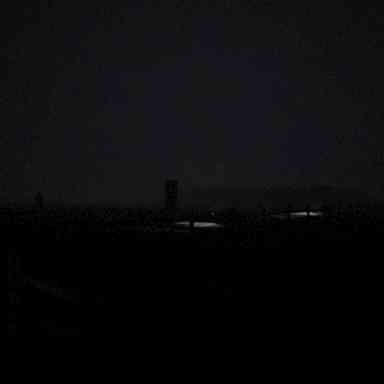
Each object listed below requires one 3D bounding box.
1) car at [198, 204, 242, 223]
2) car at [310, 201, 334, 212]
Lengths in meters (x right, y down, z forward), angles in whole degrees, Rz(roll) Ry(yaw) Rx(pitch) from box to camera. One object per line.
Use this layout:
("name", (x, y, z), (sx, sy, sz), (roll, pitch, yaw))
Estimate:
("car", (2.541, 1.784, 28.841), (1.812, 1.442, 4.674), (0, -1, 42))
("car", (17.841, 1.974, 45.592), (2.128, 1.511, 4.902), (0, -1, 43))
